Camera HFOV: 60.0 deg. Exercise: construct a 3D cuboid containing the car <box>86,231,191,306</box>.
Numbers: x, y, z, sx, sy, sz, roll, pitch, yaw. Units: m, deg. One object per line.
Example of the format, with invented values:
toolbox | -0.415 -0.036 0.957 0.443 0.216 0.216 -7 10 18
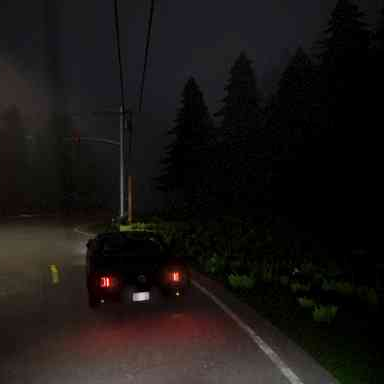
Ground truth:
car | -1.599 1.601 8.126 1.895 1.301 4.718 0 0 -18
